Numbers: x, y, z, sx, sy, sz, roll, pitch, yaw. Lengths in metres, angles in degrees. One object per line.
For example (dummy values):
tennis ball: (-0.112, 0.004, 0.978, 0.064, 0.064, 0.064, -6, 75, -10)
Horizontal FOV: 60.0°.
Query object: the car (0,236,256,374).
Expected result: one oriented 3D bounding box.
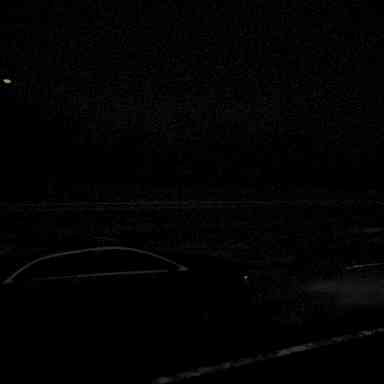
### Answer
car: (-1.293, 1.481, 5.440, 4.902, 1.511, 2.128, -1, -1, -23)
